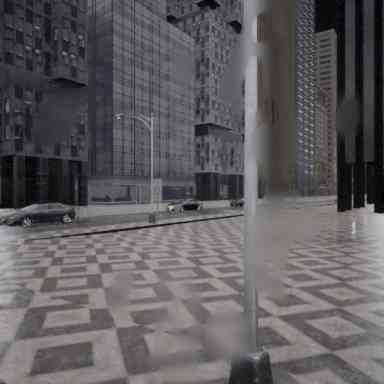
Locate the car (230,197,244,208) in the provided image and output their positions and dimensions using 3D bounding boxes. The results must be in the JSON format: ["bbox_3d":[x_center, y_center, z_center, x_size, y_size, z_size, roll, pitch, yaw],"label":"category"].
[{"bbox_3d":[7.036,1.418,46.008,1.882,1.535,5.008,0,0,36],"label":"car"}]

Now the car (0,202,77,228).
[{"bbox_3d":[-10.217,1.485,22.464,1.837,1.490,4.892,0,0,36],"label":"car"}]

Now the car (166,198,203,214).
[{"bbox_3d":[-0.703,1.451,35.488,2.128,1.511,4.902,0,0,36],"label":"car"}]
